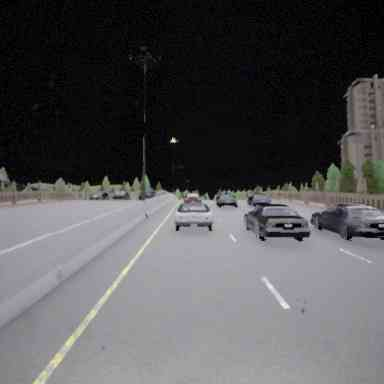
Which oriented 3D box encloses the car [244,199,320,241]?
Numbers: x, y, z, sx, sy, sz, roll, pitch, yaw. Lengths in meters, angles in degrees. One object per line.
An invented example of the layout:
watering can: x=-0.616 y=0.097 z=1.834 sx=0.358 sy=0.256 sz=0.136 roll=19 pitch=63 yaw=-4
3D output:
car: x=3.597 y=1.257 z=14.918 sx=2.033 sy=1.411 sz=5.357 roll=0 pitch=1 yaw=0

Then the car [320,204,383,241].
car: x=7.097 y=1.257 z=14.895 sx=2.033 sy=1.411 sz=5.357 roll=0 pitch=1 yaw=0

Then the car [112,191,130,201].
car: x=-10.534 y=0.544 z=49.858 sx=1.882 sy=1.535 sz=5.008 roll=0 pitch=0 yaw=0

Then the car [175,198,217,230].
car: x=0.096 y=1.244 z=18.102 sx=1.895 sy=1.301 sz=4.718 roll=0 pitch=1 yaw=0

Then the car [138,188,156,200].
car: x=-7.011 y=0.319 z=52.429 sx=2.150 sy=2.045 sz=5.566 roll=0 pitch=-1 yaw=0

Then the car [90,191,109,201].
car: x=-14.028 y=0.562 z=50.515 sx=2.128 sy=1.511 sz=4.902 roll=0 pitch=0 yaw=0

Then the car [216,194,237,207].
car: x=3.593 y=0.852 z=35.169 sx=1.994 sy=1.385 sz=4.181 roll=0 pitch=1 yaw=0

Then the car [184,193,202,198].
car: x=0.092 y=0.804 z=35.643 sx=1.812 sy=1.442 sz=4.674 roll=0 pitch=1 yaw=0

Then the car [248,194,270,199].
car: x=7.093 y=0.850 z=35.275 sx=1.994 sy=1.385 sz=4.181 roll=0 pitch=1 yaw=0
